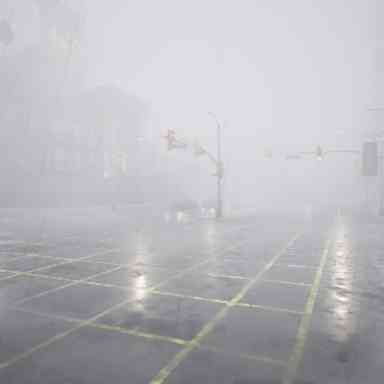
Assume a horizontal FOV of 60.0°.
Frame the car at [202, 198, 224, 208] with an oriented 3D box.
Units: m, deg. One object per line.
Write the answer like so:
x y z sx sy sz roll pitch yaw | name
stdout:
3.145 1.599 48.737 1.895 1.301 4.718 0 0 24 | car

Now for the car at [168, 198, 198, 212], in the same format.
-0.976 1.476 39.390 1.882 1.535 5.008 0 0 26 | car
